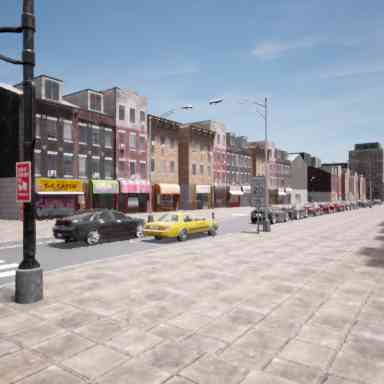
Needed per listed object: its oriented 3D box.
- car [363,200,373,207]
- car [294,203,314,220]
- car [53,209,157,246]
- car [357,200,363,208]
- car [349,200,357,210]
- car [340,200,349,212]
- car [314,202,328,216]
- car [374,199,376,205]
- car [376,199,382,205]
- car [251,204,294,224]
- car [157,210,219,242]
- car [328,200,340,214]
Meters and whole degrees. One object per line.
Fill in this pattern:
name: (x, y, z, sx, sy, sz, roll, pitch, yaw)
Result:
car: (32.107, 2.145, 62.605, 2.008, 1.369, 4.403, -1, -1, 35)
car: (9.311, 1.741, 30.494, 2.008, 1.369, 4.403, -1, -1, 35)
car: (-4.133, 1.572, 15.885, 1.837, 1.490, 4.892, 0, 0, 35)
car: (25.593, 2.011, 53.430, 2.008, 1.369, 4.403, -1, -1, 35)
car: (22.337, 1.950, 48.843, 2.008, 1.369, 4.403, -1, -1, 35)
car: (19.079, 1.782, 44.257, 1.967, 1.590, 4.097, -1, -1, 35)
car: (12.568, 1.819, 35.080, 1.802, 1.307, 4.206, -1, -1, 35)
car: (35.362, 2.210, 67.191, 1.887, 1.381, 4.507, -1, -2, 35)
car: (45.131, 2.458, 80.951, 2.008, 1.369, 4.403, -2, -2, 35)
car: (6.055, 1.713, 25.906, 1.947, 1.339, 4.313, -1, -1, 35)
car: (-0.360, 1.597, 16.870, 1.752, 1.417, 4.829, -1, -1, 35)
car: (15.824, 1.833, 39.668, 1.887, 1.381, 4.507, -1, -1, 35)
